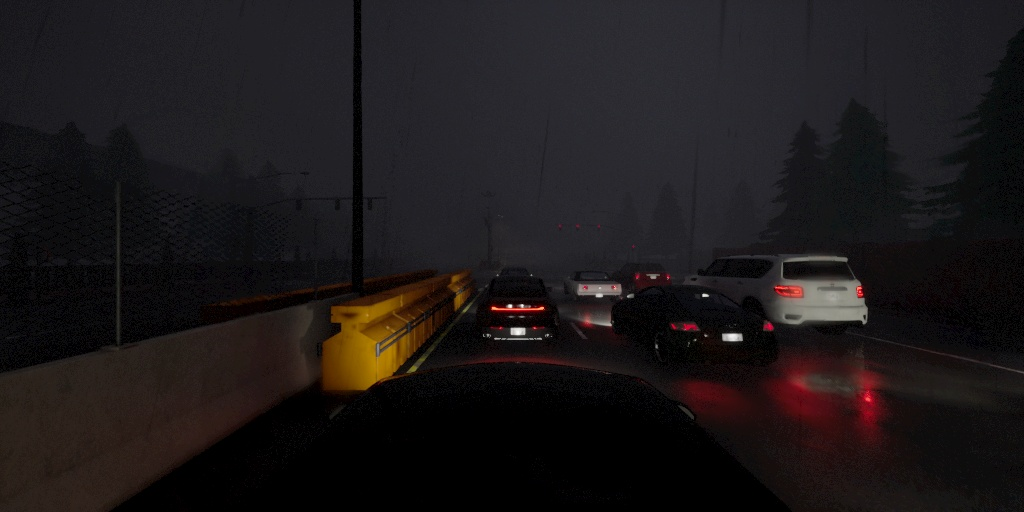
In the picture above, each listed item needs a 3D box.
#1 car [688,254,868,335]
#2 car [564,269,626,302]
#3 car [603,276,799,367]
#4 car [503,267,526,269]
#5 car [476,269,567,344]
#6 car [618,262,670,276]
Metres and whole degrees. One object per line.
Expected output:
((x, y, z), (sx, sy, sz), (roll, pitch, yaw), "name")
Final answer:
((7.121, 0.971, 10.635), (2.150, 2.045, 5.566), (0, 0, 0), "car")
((3.635, 1.351, 17.116), (1.895, 1.301, 4.718), (0, 0, 0), "car")
((3.622, 1.314, 7.934), (1.994, 1.385, 4.181), (0, 0, -1), "car")
((0.137, 1.297, 19.080), (2.033, 1.411, 5.357), (0, 0, 0), "car")
((0.118, 1.255, 9.563), (1.837, 1.490, 4.892), (0, 0, 0), "car")
((7.142, 1.102, 20.221), (2.097, 1.767, 4.553), (0, 0, 0), "car")
